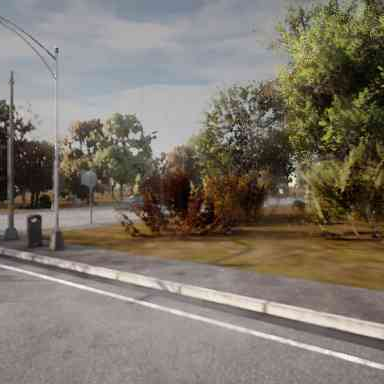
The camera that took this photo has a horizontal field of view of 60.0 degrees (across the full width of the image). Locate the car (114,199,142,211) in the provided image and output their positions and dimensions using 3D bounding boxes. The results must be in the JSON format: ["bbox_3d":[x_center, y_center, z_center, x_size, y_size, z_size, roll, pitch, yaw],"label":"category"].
[{"bbox_3d":[-7.322,1.536,39.453,1.994,1.385,4.181,0,0,32],"label":"car"}]
